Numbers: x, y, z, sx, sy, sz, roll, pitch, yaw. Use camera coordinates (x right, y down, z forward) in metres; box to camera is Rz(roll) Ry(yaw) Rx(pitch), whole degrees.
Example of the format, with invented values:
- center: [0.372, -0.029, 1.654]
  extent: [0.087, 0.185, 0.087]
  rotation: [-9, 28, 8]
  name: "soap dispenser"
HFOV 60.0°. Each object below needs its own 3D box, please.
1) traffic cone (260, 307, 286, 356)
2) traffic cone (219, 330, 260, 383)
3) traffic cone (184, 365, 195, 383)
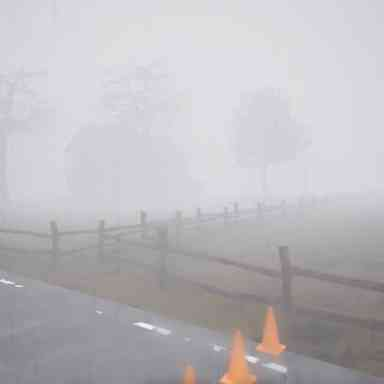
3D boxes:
- center: [1.137, 1.970, 4.815]
  extent: [0.340, 0.580, 0.340]
  rotation: [0, 0, 36]
  name: "traffic cone"
- center: [0.557, 1.969, 4.004]
  extent: [0.340, 0.580, 0.340]
  rotation: [0, 0, 36]
  name: "traffic cone"
- center: [-0.024, 1.966, 3.190]
  extent: [0.340, 0.580, 0.340]
  rotation: [0, 0, 36]
  name: "traffic cone"
